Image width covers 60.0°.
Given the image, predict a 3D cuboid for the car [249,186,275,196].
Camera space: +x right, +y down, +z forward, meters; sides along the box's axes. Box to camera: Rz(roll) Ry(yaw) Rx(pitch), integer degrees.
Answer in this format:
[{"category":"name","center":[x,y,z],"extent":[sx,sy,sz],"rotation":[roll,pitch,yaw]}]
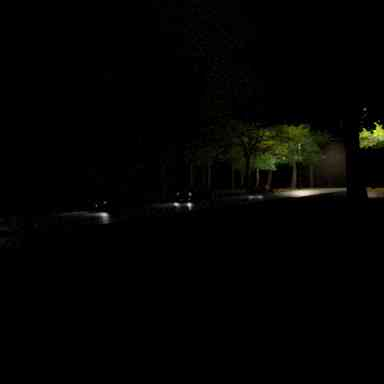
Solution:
[{"category":"car","center":[9.979,-0.209,47.546],"extent":[1.895,1.301,4.718],"rotation":[-1,2,38]}]

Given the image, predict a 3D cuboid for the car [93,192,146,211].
[{"category":"car","center":[-5.801,0.708,27.119],"extent":[1.812,1.442,4.674],"rotation":[-1,2,39]}]

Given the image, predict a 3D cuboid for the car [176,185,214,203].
[{"category":"car","center":[0.336,0.138,35.083],"extent":[2.097,1.767,4.553],"rotation":[-1,2,38]}]
